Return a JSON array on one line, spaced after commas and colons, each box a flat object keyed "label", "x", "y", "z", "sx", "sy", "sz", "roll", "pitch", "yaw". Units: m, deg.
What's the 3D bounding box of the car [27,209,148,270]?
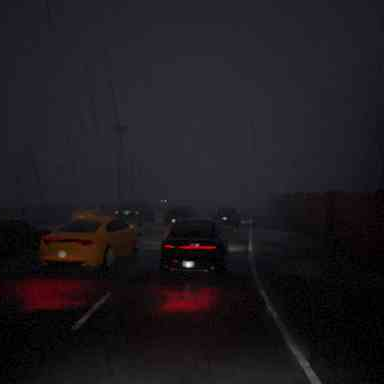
[{"label": "car", "x": -3.211, "y": 1.572, "z": 11.552, "sx": 1.882, "sy": 1.535, "sz": 5.008, "roll": 0, "pitch": 0, "yaw": 8}]

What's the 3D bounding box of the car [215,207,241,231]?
[{"label": "car", "x": 2.616, "y": 1.806, "z": 24.868, "sx": 1.994, "sy": 1.385, "sz": 4.181, "roll": 0, "pitch": 0, "yaw": 10}]

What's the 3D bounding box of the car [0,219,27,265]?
[{"label": "car", "x": -6.719, "y": 1.646, "z": 11.771, "sx": 1.994, "sy": 1.385, "sz": 4.181, "roll": 0, "pitch": 0, "yaw": 8}]

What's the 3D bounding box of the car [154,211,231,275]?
[{"label": "car", "x": 0.231, "y": 1.611, "z": 10.934, "sx": 1.837, "sy": 1.490, "sz": 4.892, "roll": 0, "pitch": 0, "yaw": 8}]

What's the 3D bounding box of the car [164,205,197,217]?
[{"label": "car", "x": -0.827, "y": 1.741, "z": 25.496, "sx": 1.837, "sy": 1.490, "sz": 4.892, "roll": 0, "pitch": 0, "yaw": 10}]

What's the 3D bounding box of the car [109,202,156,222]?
[{"label": "car", "x": -4.314, "y": 1.572, "z": 25.885, "sx": 2.097, "sy": 1.767, "sz": 4.553, "roll": 0, "pitch": -1, "yaw": 10}]

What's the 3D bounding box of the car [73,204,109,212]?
[{"label": "car", "x": -7.688, "y": 1.695, "z": 26.882, "sx": 1.882, "sy": 1.535, "sz": 5.008, "roll": 0, "pitch": 0, "yaw": 10}]
